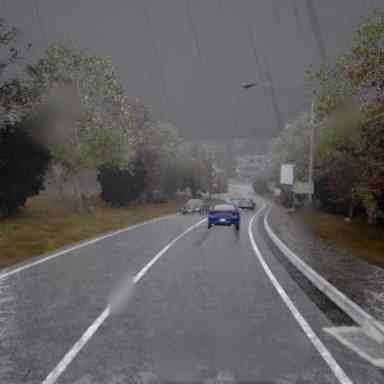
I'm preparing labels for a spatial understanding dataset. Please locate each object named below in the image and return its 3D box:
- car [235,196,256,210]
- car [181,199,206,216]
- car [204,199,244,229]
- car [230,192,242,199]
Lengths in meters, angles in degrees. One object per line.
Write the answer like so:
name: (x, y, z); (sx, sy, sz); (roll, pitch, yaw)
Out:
car: (6.992, 1.559, 42.233); (1.994, 1.385, 4.181); (1, 0, 14)
car: (0.389, 1.409, 31.258); (1.837, 1.490, 4.892); (1, 0, 14)
car: (2.179, 1.459, 21.571); (1.882, 1.535, 5.008); (1, 0, 9)
car: (9.439, 1.014, 71.688); (2.150, 2.045, 5.566); (1, 1, 7)
